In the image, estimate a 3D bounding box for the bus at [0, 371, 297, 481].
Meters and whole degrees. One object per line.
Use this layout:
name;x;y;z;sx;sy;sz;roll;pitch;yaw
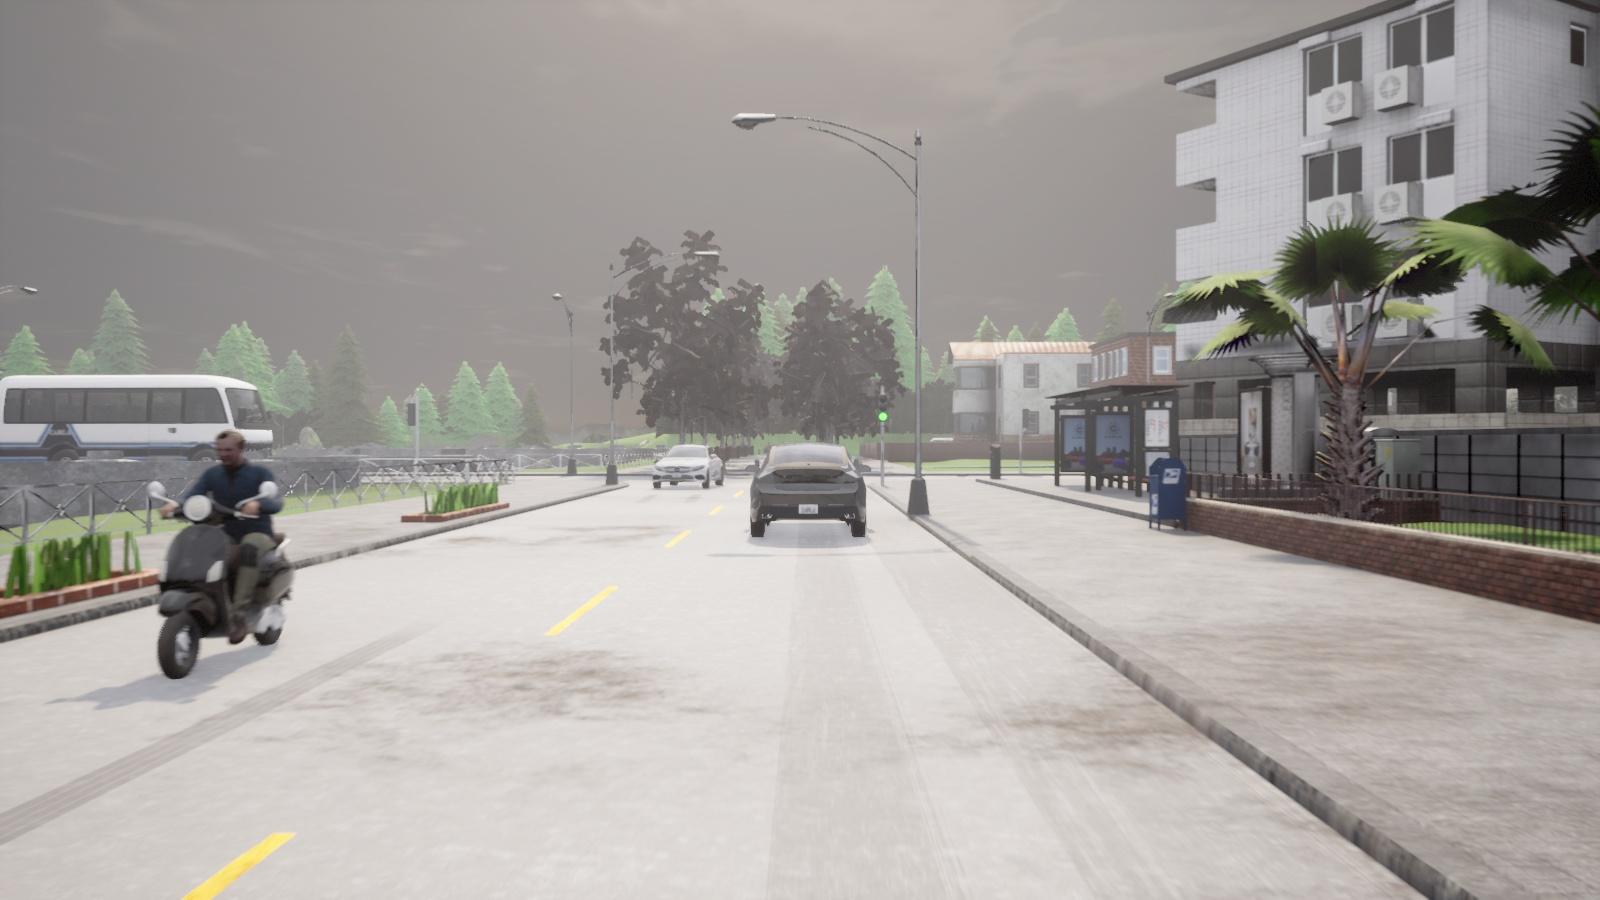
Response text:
bus;-26.204;-0.936;50.630;10.273;4.253;3.944;0;0;2

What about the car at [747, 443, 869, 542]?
car;0.139;0.631;21.406;1.837;1.490;4.892;0;0;0

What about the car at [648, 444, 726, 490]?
car;-3.715;0.532;42.044;1.812;1.442;4.674;0;0;5

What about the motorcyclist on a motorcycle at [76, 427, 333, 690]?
motorcyclist on a motorcycle;-3.936;0.649;8.497;0.866;1.590;1.817;0;0;0
